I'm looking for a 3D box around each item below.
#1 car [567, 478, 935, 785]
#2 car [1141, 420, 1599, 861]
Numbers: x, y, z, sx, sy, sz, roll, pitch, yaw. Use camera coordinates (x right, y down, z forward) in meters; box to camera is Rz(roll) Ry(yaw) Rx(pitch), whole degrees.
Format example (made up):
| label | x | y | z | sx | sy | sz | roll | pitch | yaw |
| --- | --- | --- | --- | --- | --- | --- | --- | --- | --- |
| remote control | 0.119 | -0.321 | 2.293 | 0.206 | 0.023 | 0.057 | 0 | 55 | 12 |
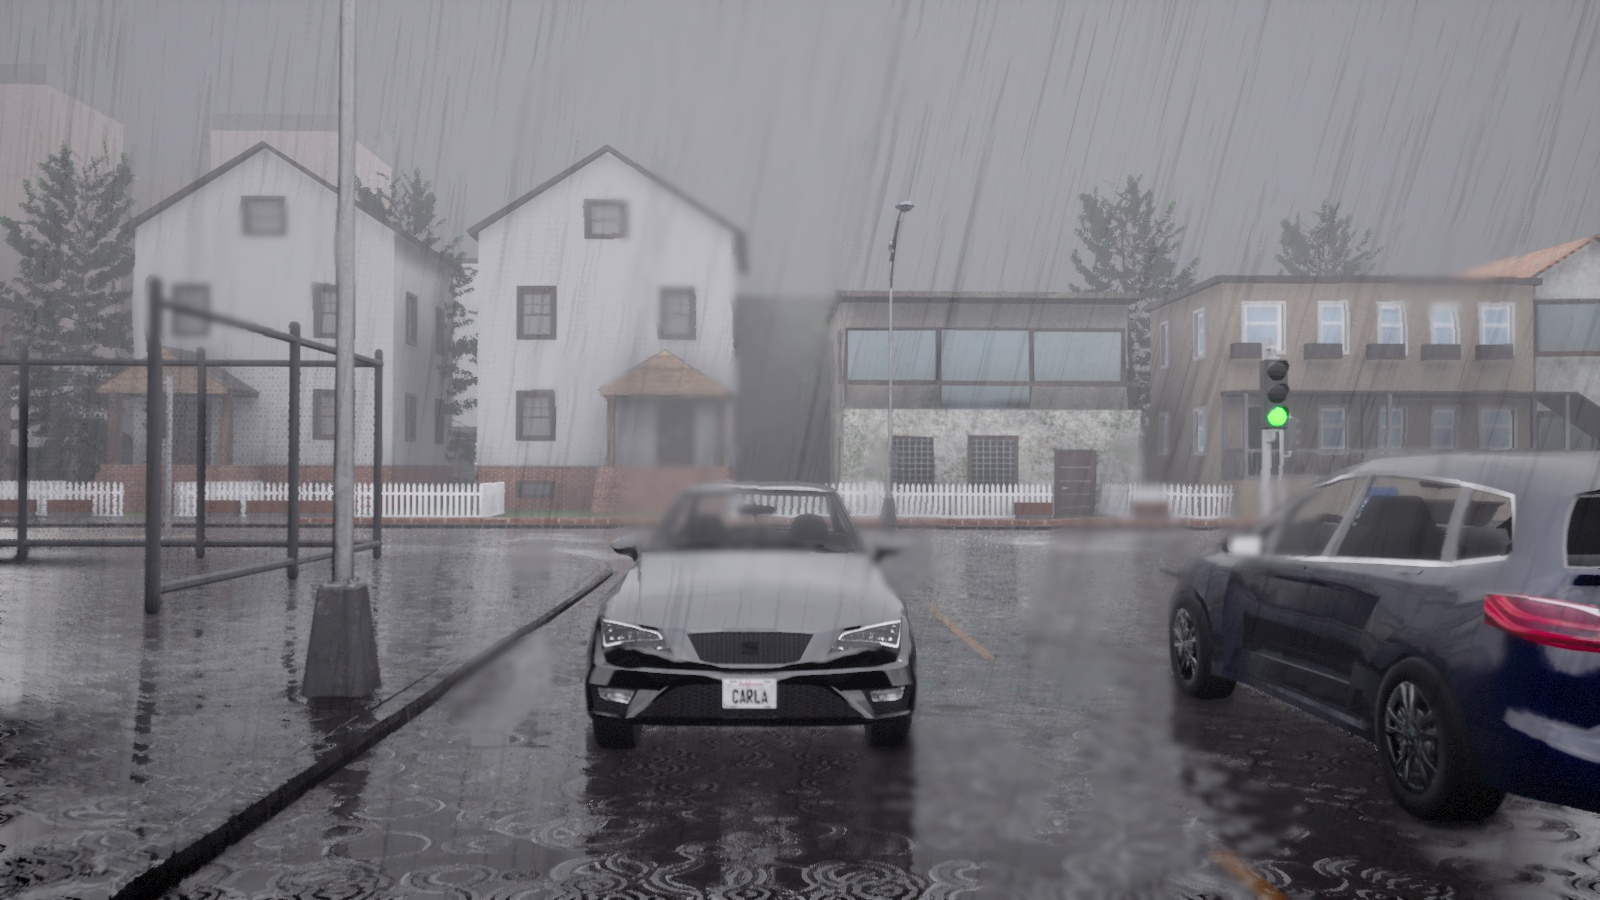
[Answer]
| label | x | y | z | sx | sy | sz | roll | pitch | yaw |
| --- | --- | --- | --- | --- | --- | --- | --- | --- | --- |
| car | -0.262 | 0.946 | 8.322 | 1.816 | 1.474 | 4.193 | 0 | -1 | -1 |
| car | 3.754 | 0.745 | 7.103 | 2.242 | 1.667 | 4.611 | 0 | -1 | -2 |
